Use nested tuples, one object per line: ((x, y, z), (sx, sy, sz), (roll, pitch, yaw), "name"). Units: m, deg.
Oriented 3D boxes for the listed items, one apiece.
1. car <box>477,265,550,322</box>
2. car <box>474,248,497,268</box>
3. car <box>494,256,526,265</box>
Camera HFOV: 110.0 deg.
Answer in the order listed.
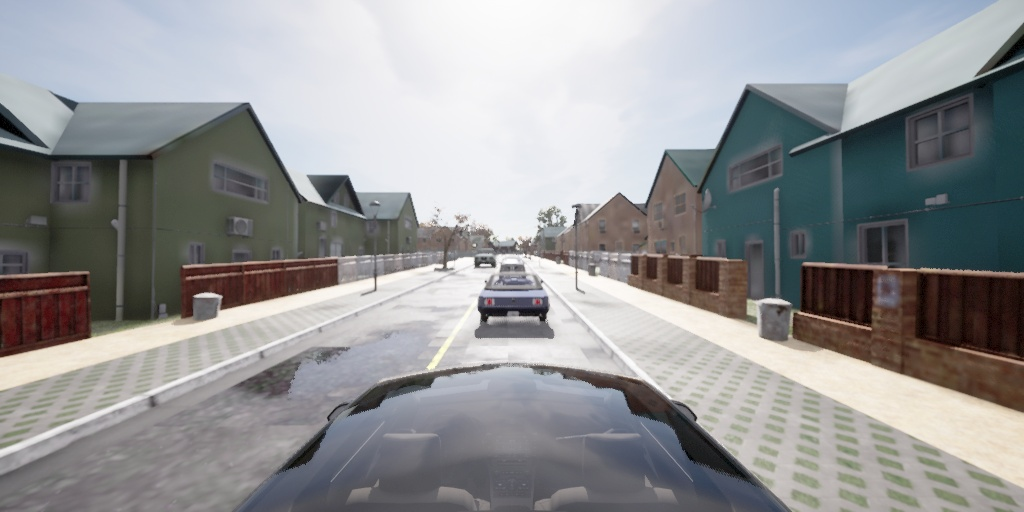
((0.056, 1.139, 11.288), (1.895, 1.301, 4.718), (0, 1, 0), "car")
((-2.863, 0.177, 38.989), (2.150, 2.045, 5.566), (0, 1, 0), "car")
((0.050, 0.765, 26.244), (2.033, 1.411, 5.357), (0, 1, 0), "car")
